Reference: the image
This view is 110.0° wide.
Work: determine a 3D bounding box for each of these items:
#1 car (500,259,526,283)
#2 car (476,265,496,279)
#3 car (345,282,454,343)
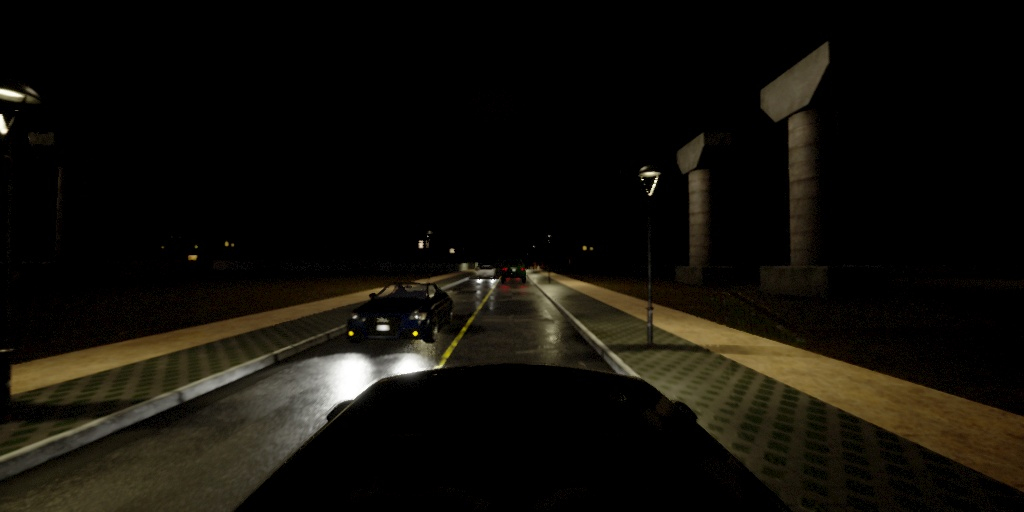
[{"bbox_3d":[0.119,1.370,32.923,2.150,2.045,5.566,0,-2,-1],"label":"car"},{"bbox_3d":[-2.827,1.771,39.999,1.812,1.442,4.674,0,-1,0],"label":"car"},{"bbox_3d":[-2.844,1.421,9.908,1.994,1.385,4.181,0,-1,0],"label":"car"}]
